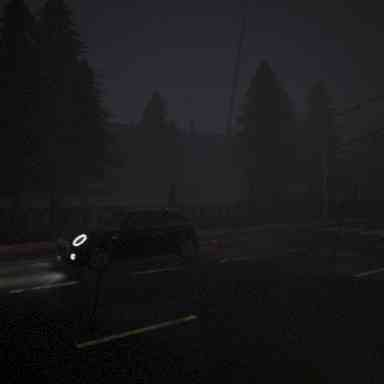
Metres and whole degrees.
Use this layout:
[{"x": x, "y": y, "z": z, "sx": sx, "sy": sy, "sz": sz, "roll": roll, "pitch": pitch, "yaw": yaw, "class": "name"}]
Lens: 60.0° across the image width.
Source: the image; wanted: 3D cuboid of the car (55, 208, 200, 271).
[{"x": -2.028, "y": 1.350, "z": 11.017, "sx": 4.553, "sy": 1.767, "sz": 2.097, "roll": 0, "pitch": 0, "yaw": -34, "class": "car"}]
